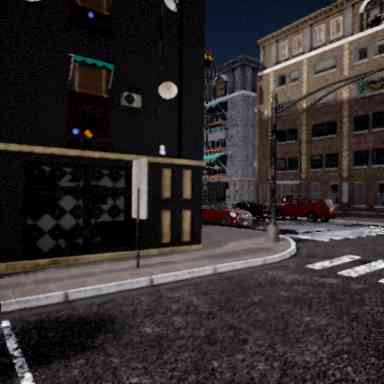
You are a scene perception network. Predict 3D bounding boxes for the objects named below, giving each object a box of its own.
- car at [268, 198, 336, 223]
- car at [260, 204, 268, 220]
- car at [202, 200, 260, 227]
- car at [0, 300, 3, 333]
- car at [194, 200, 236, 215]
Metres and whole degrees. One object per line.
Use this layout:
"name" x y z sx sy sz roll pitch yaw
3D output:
"car" 8.909 1.393 26.475 2.192 1.841 5.009 1 -1 -35
"car" 4.385 1.568 28.194 1.837 1.490 4.892 1 -1 -35
"car" 2.075 1.369 21.622 1.967 1.590 4.097 1 -1 -35
"car" -4.516 1.554 3.479 4.403 1.369 2.008 0 1 -35
"car" 2.383 1.627 35.654 1.752 1.417 4.829 1 -1 -35
